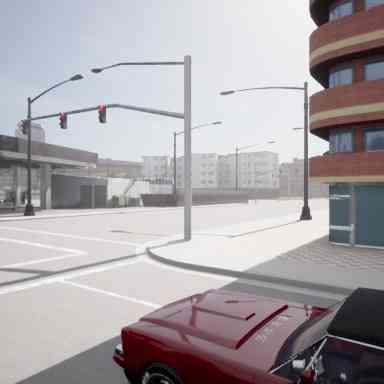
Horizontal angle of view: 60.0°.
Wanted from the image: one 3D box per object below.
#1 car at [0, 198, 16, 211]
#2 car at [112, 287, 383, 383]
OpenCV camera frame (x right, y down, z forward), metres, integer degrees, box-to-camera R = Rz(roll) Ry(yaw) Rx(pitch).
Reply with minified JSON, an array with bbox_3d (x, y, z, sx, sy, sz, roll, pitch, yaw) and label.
[{"bbox_3d":[-22.368,1.456,38.855,3.806,1.475,1.970,0,0,36],"label":"car"},{"bbox_3d":[1.498,1.601,2.905,4.718,1.301,1.895,0,0,36],"label":"car"}]
